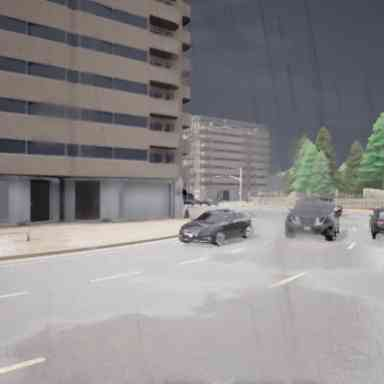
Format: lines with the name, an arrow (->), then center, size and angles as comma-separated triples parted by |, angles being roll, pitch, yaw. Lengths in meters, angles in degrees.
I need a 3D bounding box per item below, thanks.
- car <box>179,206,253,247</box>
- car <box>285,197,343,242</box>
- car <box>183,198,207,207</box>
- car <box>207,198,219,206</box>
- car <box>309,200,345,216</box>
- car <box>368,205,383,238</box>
car -> 1.299, 1.606, 15.916 | 1.837, 1.490, 4.892 | 1, 0, 34
car -> 6.552, 1.325, 17.656 | 2.150, 2.045, 5.566 | 0, 0, 28
car -> -0.120, 1.711, 57.440 | 2.033, 1.411, 5.357 | 0, 0, -32
car -> 2.853, 1.816, 59.287 | 1.812, 1.442, 4.674 | 0, 0, -32
car -> 14.560, 1.687, 36.194 | 1.882, 1.535, 5.008 | 0, 0, 0
car -> 10.520, 1.624, 17.676 | 1.812, 1.442, 4.674 | 0, 0, 27
